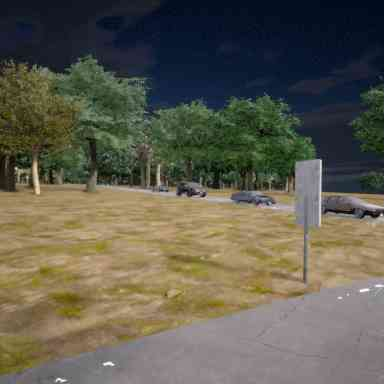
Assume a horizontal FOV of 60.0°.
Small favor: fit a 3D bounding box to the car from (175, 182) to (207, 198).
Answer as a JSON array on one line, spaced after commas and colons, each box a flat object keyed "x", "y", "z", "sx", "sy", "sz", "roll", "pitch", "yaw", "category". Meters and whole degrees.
[{"x": -0.154, "y": -0.319, "z": 44.525, "sx": 2.150, "sy": 2.045, "sz": 5.566, "roll": 2, "pitch": 1, "yaw": -28, "category": "car"}]

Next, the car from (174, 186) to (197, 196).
[{"x": -1.073, "y": -0.233, "z": 52.733, "sx": 1.994, "sy": 1.385, "sz": 4.181, "roll": 2, "pitch": 2, "yaw": -28, "category": "car"}]

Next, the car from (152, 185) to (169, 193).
[{"x": -5.835, "y": -0.662, "z": 61.321, "sx": 1.994, "sy": 1.385, "sz": 4.181, "roll": 2, "pitch": 2, "yaw": -29, "category": "car"}]

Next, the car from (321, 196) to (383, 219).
[{"x": 11.078, "y": 1.009, "z": 23.905, "sx": 2.033, "sy": 1.411, "sz": 5.357, "roll": 2, "pitch": 2, "yaw": -28, "category": "car"}]

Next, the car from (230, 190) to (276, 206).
[{"x": 5.985, "y": 0.556, "z": 33.246, "sx": 2.033, "sy": 1.411, "sz": 5.357, "roll": 2, "pitch": 2, "yaw": -29, "category": "car"}]
